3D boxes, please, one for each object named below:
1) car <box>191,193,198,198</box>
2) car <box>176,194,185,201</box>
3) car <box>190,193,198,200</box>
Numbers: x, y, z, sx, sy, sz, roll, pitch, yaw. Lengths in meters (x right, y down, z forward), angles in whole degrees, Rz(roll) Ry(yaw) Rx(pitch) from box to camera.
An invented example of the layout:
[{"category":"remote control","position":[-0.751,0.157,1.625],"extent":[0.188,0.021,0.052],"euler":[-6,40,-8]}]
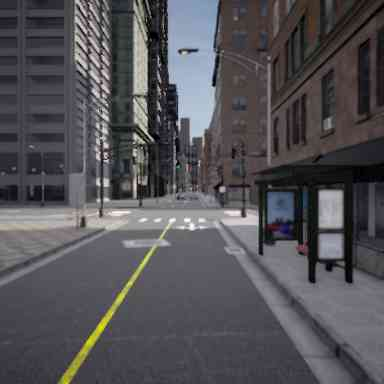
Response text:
[{"category":"car","position":[0.644,1.058,94.282],"extent":[2.033,1.411,5.357],"euler":[0,0,1]},{"category":"car","position":[-2.576,1.216,76.221],"extent":[1.882,1.535,5.008],"euler":[0,0,1]},{"category":"car","position":[0.522,1.255,84.280],"extent":[1.994,1.385,4.181],"euler":[0,0,1]}]
